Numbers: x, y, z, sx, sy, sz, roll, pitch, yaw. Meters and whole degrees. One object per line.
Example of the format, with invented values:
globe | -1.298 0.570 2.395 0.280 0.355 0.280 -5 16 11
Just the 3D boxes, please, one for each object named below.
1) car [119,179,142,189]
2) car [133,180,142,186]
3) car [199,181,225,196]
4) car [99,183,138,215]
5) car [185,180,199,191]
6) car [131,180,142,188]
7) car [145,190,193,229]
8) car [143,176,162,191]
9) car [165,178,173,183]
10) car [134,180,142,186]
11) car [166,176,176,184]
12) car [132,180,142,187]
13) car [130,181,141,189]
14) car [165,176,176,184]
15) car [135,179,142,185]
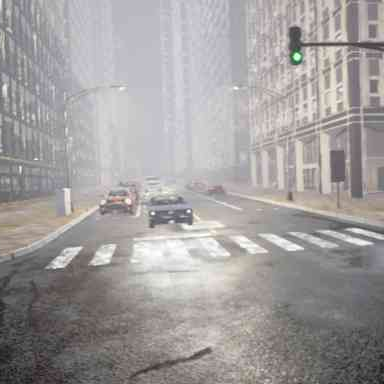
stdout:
car | -6.128 -0.171 31.635 2.192 1.841 5.009 -2 3 -8
car | -12.353 -2.064 75.759 2.008 1.369 4.403 -2 3 -8
car | 2.159 -0.300 32.861 1.802 1.307 4.206 -2 3 -8
car | -4.568 0.486 20.613 1.967 1.590 4.097 -2 3 -8
car | 0.577 -0.897 44.060 1.752 1.417 4.829 -2 3 -8
car | -10.796 -1.532 64.731 2.008 1.369 4.403 -2 3 -8
car | -1.136 0.789 15.461 1.895 1.301 4.718 -3 3 -8
car | -5.353 -1.164 45.147 2.150 2.045 5.566 -3 3 -8
car | -6.409 -3.241 93.539 1.947 1.339 4.313 -2 3 -8
car | -13.132 -2.314 81.274 1.947 1.339 4.313 -2 3 -8
car | -5.636 -3.226 88.011 2.192 1.841 5.009 -2 3 -8
car | -11.575 -1.804 70.245 1.887 1.381 4.507 -2 3 -8
car | -10.017 -1.272 59.217 1.887 1.381 4.507 -2 3 -8
car | -4.852 -2.731 82.506 1.887 1.381 4.507 -2 3 -8
car | -13.911 -2.601 86.787 1.887 1.381 4.507 -2 3 -8
